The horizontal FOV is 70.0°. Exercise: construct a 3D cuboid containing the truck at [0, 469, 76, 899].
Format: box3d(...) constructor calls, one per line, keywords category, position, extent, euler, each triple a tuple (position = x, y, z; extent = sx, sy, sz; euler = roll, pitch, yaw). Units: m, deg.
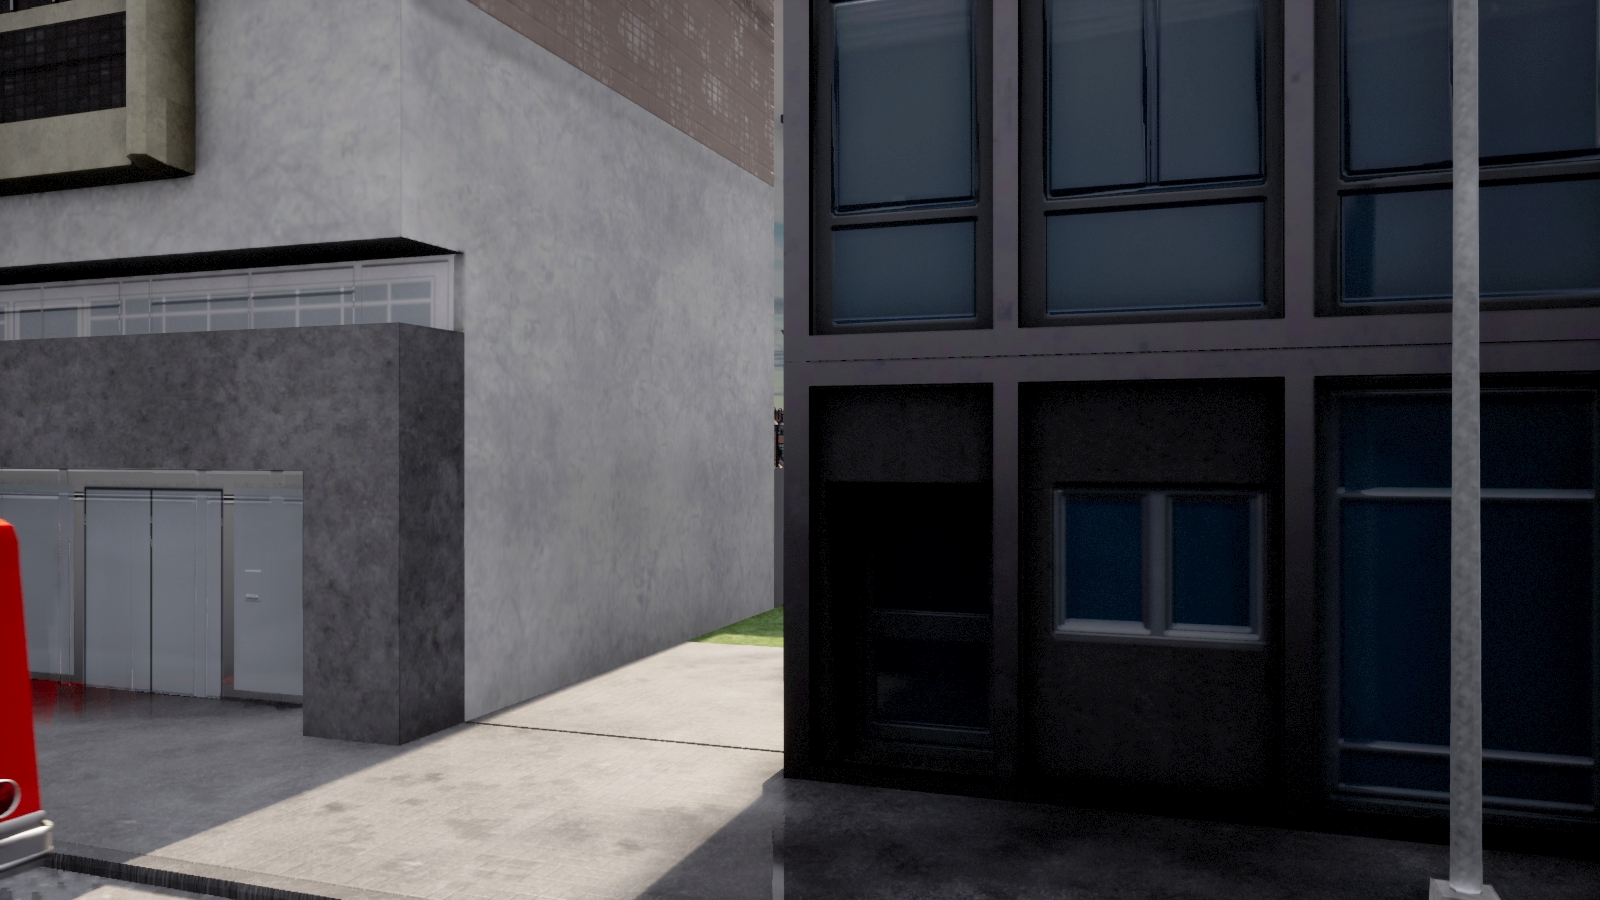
box3d(category="truck", position=(-7.119, 1.352, 6.308), extent=(5.204, 2.467, 2.627), euler=(0, 0, 20))
